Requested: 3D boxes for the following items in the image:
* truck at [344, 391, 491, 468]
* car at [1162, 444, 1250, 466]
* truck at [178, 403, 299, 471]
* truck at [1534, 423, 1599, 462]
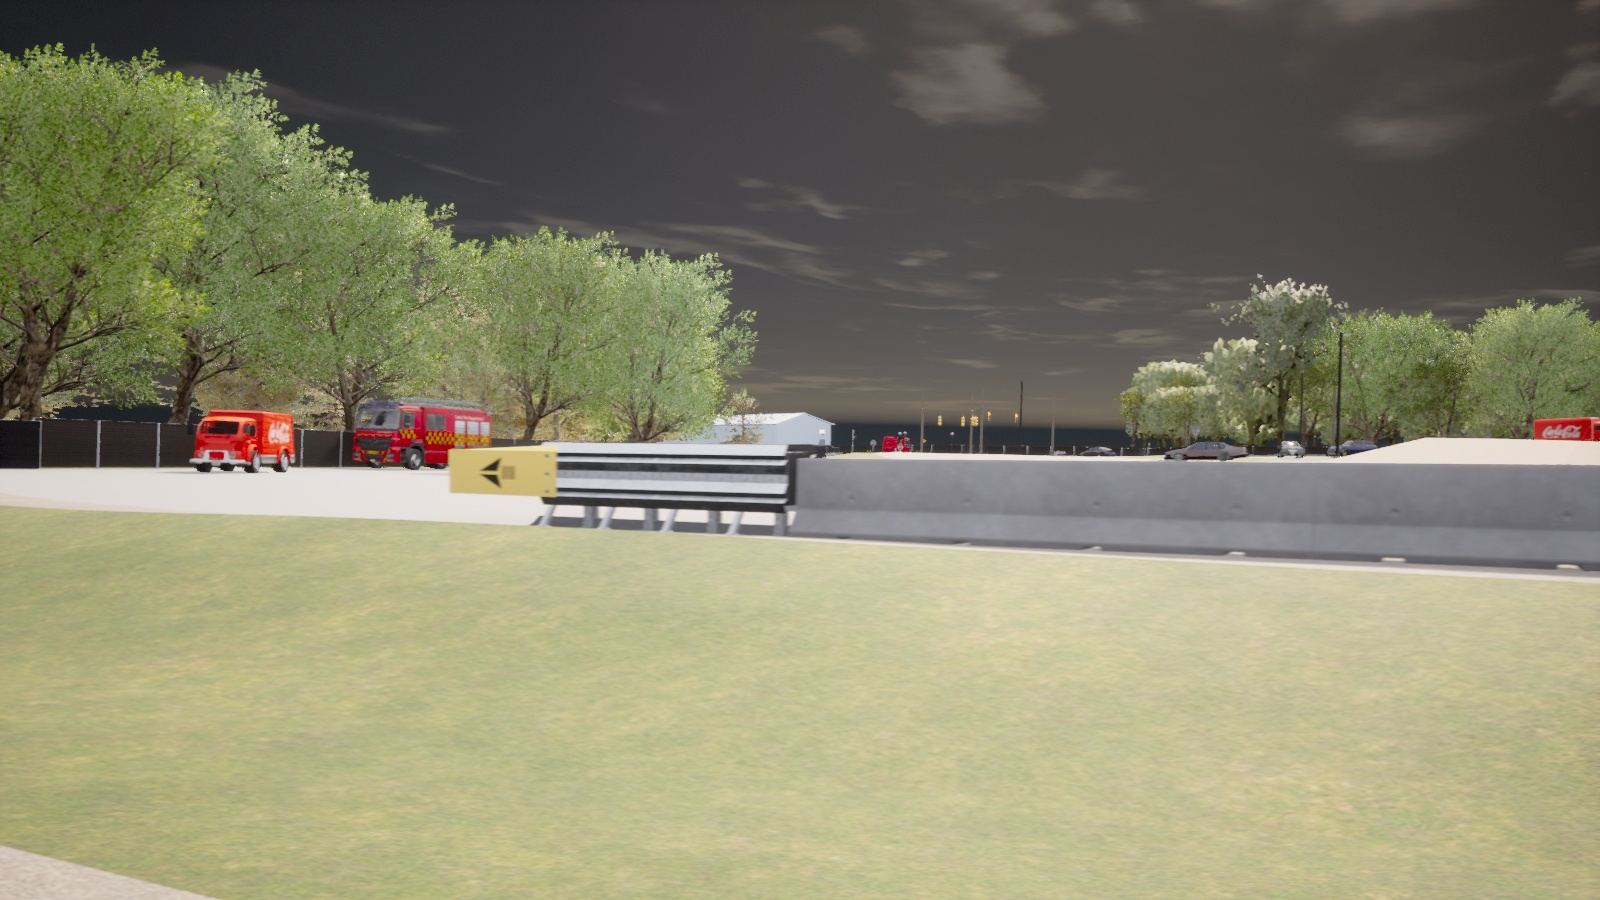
[{"bbox_3d":[-20.507,-0.998,68.007,2.891,3.827,8.468,2,0,20],"label":"truck"},{"bbox_3d":[27.183,0.360,84.123,5.357,1.411,2.033,-1,-1,27],"label":"car"},{"bbox_3d":[-22.101,-0.486,49.724,2.627,2.467,5.204,2,0,-4],"label":"truck"},{"bbox_3d":[51.881,-0.498,83.104,2.627,2.467,5.204,-2,1,-44],"label":"truck"}]
